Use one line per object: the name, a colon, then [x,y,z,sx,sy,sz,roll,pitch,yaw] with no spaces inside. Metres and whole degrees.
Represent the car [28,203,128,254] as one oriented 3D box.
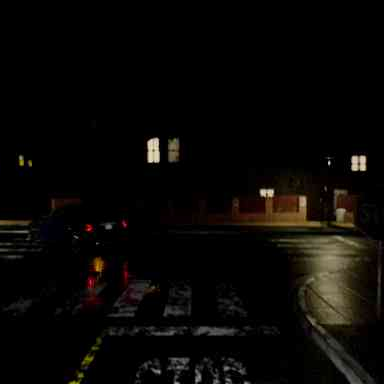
car: [-4.729,1.274,13.559,4.553,1.767,2.097,1,3,39]
